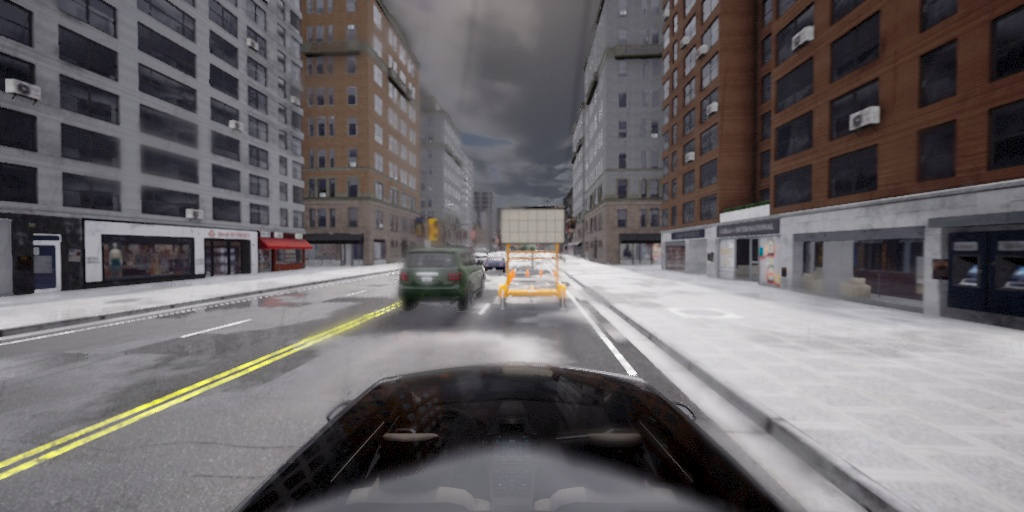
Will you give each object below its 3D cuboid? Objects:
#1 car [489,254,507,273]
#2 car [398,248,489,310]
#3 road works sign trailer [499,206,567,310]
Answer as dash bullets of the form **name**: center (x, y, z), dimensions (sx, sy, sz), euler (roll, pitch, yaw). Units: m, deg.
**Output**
- **car**: center (-1.328, 0.728, 31.591), dimensions (1.895, 1.301, 4.718), euler (0, 1, 3)
- **car**: center (-2.384, 0.732, 13.391), dimensions (2.150, 2.045, 5.566), euler (0, 1, 3)
- **road works sign trailer**: center (0.768, -0.031, 13.307), dimensions (2.380, 3.560, 2.880), euler (0, 0, 3)
